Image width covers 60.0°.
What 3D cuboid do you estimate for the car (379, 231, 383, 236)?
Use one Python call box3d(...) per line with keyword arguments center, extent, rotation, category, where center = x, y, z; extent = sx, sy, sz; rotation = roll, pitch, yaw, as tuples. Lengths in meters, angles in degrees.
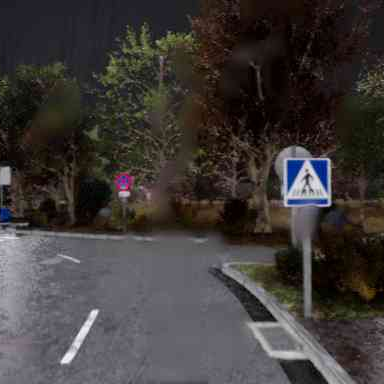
box3d(center=(6.760, 1.476, 9.415), extent=(2.033, 1.411, 5.357), rotation=(0, -2, -42), category="car")
